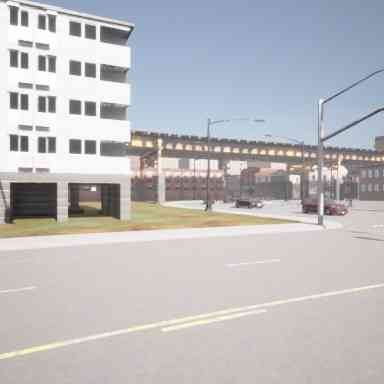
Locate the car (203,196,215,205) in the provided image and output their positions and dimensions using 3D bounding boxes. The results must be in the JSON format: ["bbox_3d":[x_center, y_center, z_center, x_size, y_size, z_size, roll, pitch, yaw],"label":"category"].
[{"bbox_3d":[2.935,1.477,59.342,1.882,1.535,5.008,0,0,-1],"label":"car"}]

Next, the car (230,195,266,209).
[{"bbox_3d":[7.675,1.492,44.857,2.128,1.511,4.902,0,0,-25],"label":"car"}]

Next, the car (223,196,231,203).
[{"bbox_3d":[7.284,1.491,66.460,2.128,1.511,4.902,0,0,12],"label":"car"}]

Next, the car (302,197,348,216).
[{"bbox_3d":[13.153,1.352,33.082,2.097,1.767,4.553,0,0,-25],"label":"car"}]

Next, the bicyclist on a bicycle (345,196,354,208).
[{"bbox_3d":[20.487,1.303,43.306,1.656,1.620,0.582,0,0,-25],"label":"bicyclist on a bicycle"}]
